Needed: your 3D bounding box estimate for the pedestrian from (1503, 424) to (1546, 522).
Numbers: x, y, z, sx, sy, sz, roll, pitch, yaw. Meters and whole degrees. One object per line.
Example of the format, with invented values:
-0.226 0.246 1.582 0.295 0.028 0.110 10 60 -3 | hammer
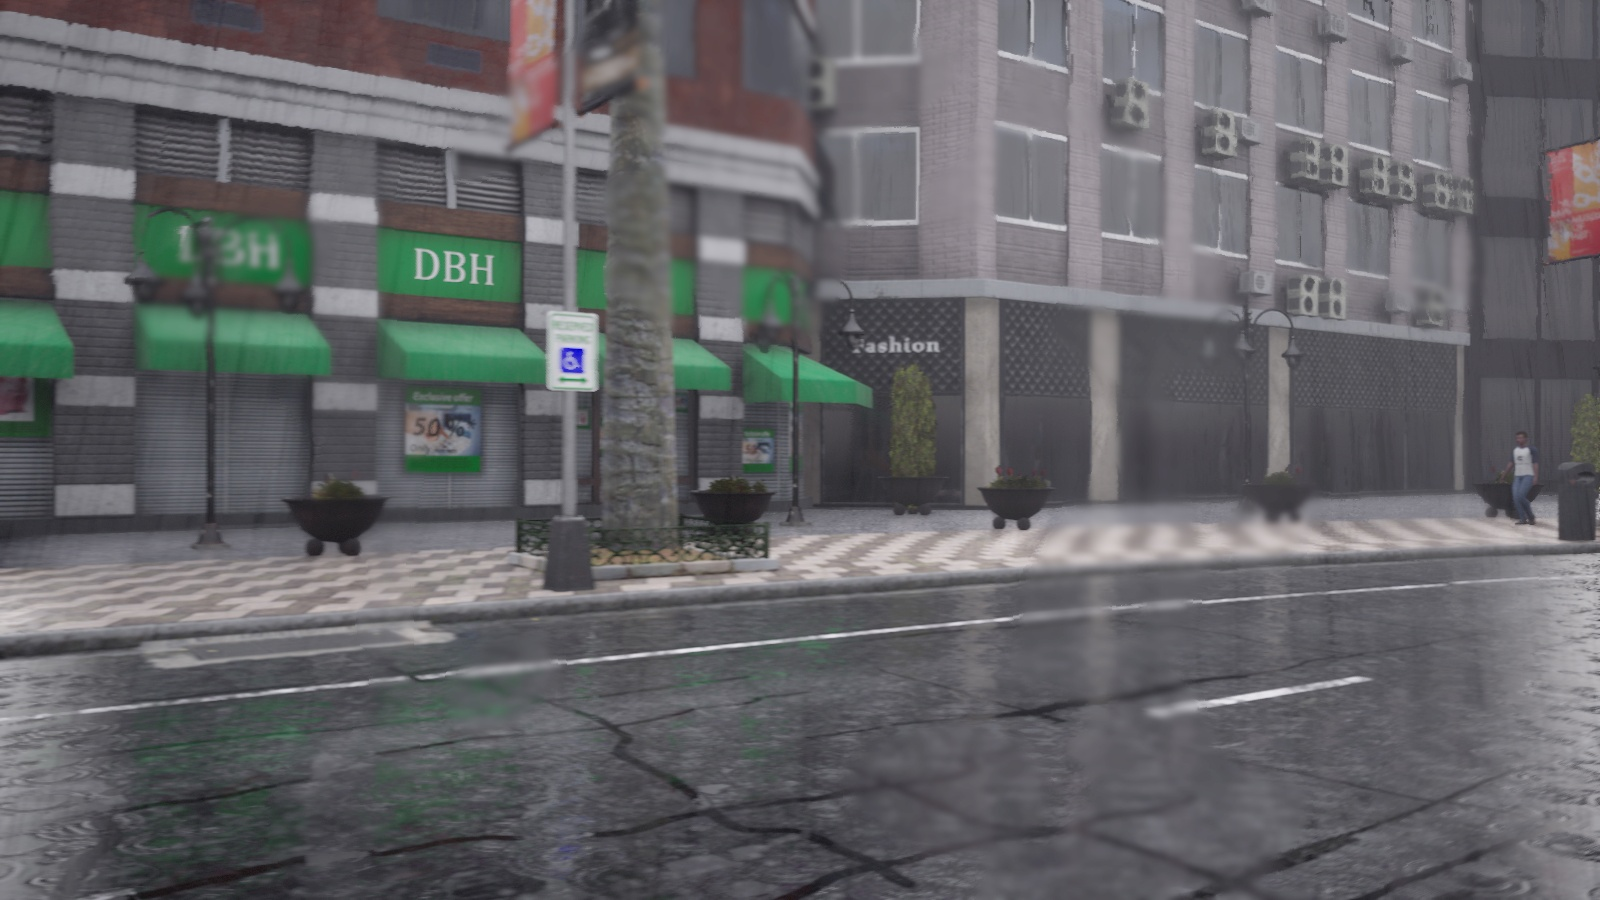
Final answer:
13.685 0.431 23.732 0.706 1.836 0.354 0 0 -24 | pedestrian
